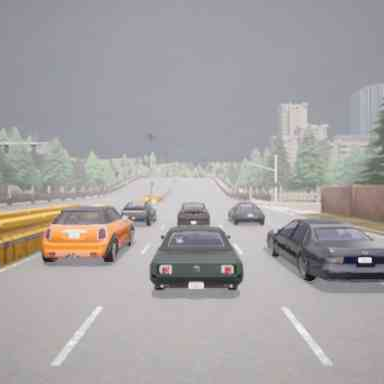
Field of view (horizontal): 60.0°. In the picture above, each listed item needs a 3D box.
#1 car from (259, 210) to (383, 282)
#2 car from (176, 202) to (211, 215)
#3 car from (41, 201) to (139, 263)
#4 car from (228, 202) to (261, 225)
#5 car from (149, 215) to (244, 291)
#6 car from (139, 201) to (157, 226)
[{"bbox_3d":[3.605,1.472,9.542,2.033,1.411,5.357,0,0,-1],"label":"car"},{"bbox_3d":[0.090,1.348,19.971,1.837,1.490,4.892,0,0,0],"label":"car"},{"bbox_3d":[-3.401,1.260,11.732,2.097,1.767,4.553,0,1,0],"label":"car"},{"bbox_3d":[3.588,1.388,22.374,1.994,1.385,4.181,0,0,0],"label":"car"},{"bbox_3d":[0.095,1.532,8.758,1.895,1.301,4.718,0,0,0],"label":"car"},{"bbox_3d":[-3.412,1.321,21.677,2.128,1.511,4.902,0,0,0],"label":"car"}]
